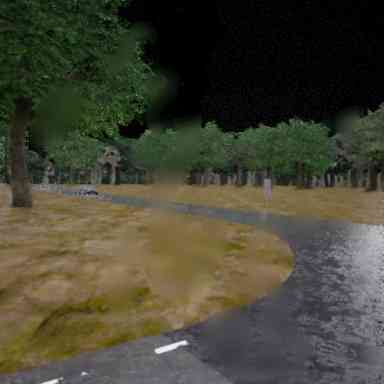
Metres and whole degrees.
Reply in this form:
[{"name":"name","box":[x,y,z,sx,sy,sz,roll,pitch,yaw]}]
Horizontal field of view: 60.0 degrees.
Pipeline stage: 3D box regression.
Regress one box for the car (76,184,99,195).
[{"name":"car","box":[-14.238,-0.308,45.197,1.994,1.385,4.181,3,1,-38]}]
